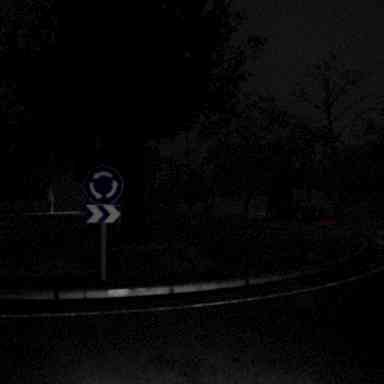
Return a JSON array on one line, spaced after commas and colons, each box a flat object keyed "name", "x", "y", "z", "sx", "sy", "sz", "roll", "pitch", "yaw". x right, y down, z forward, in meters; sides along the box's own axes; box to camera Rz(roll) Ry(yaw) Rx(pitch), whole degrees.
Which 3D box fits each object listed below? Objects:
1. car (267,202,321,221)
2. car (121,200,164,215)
[{"name": "car", "x": 8.855, "y": 1.624, "z": 29.344, "sx": 1.882, "sy": 1.535, "sz": 5.008, "roll": 0, "pitch": 0, "yaw": -35}, {"name": "car", "x": -5.401, "y": 1.637, "z": 35.508, "sx": 4.902, "sy": 1.511, "sz": 2.128, "roll": 0, "pitch": 0, "yaw": -4}]
